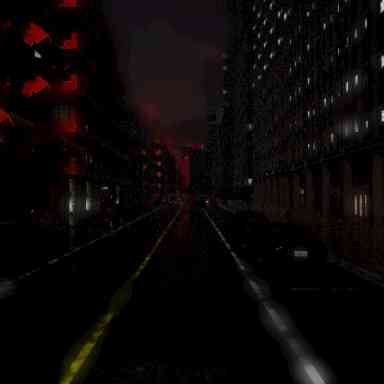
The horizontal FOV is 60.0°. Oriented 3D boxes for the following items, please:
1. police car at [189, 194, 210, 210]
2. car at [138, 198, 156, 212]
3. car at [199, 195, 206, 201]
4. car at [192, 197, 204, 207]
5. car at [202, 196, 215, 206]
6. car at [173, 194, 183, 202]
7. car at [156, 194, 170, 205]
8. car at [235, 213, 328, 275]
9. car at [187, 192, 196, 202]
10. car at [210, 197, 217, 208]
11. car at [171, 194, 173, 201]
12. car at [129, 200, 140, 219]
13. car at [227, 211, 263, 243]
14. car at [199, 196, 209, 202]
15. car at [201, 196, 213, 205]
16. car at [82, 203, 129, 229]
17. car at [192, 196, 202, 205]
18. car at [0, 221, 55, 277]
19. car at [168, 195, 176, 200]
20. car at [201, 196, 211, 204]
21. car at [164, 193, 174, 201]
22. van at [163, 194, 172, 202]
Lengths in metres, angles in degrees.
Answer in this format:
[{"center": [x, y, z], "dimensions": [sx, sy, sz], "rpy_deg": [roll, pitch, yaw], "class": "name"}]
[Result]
[{"center": [0.900, 1.426, 43.750], "dimensions": [1.930, 1.638, 5.238], "rpy_deg": [0, 0, 0], "class": "police car"}, {"center": [-5.675, 1.546, 37.997], "dimensions": [1.887, 1.381, 4.507], "rpy_deg": [1, 0, 0], "class": "car"}, {"center": [2.705, 1.511, 88.169], "dimensions": [1.752, 1.417, 4.829], "rpy_deg": [1, 0, 0], "class": "car"}, {"center": [0.880, 1.525, 53.642], "dimensions": [1.812, 1.442, 4.674], "rpy_deg": [0, 0, 0], "class": "car"}, {"center": [2.706, 1.438, 54.711], "dimensions": [1.967, 1.590, 4.097], "rpy_deg": [1, 0, 0], "class": "car"}, {"center": [-2.999, 1.473, 75.972], "dimensions": [2.128, 1.511, 4.902], "rpy_deg": [0, 0, 0], "class": "car"}, {"center": [-5.674, 1.437, 60.184], "dimensions": [1.967, 1.590, 4.097], "rpy_deg": [1, 0, 0], "class": "car"}, {"center": [2.704, 1.568, 10.326], "dimensions": [1.947, 1.339, 4.313], "rpy_deg": [1, 0, 0], "class": "car"}, {"center": [0.000, 1.120, 79.277], "dimensions": [2.150, 2.045, 5.566], "rpy_deg": [0, 0, 0], "class": "car"}, {"center": [2.705, 1.544, 49.163], "dimensions": [1.887, 1.381, 4.507], "rpy_deg": [1, 0, 0], "class": "car"}, {"center": [-5.673, 1.432, 71.279], "dimensions": [1.967, 1.590, 4.097], "rpy_deg": [1, 0, 0], "class": "car"}, {"center": [-5.676, 1.585, 26.903], "dimensions": [1.802, 1.307, 4.206], "rpy_deg": [1, 0, 0], "class": "car"}, {"center": [2.704, 1.569, 15.874], "dimensions": [1.947, 1.339, 4.313], "rpy_deg": [1, 0, 0], "class": "car"}, {"center": [2.704, 1.541, 76.903], "dimensions": [2.008, 1.369, 4.403], "rpy_deg": [1, 0, 0], "class": "car"}, {"center": [2.705, 1.541, 60.259], "dimensions": [1.887, 1.381, 4.507], "rpy_deg": [1, 0, 0], "class": "car"}, {"center": [-5.676, 1.554, 21.357], "dimensions": [2.008, 1.369, 4.403], "rpy_deg": [1, 0, 0], "class": "car"}, {"center": [0.849, 1.524, 59.640], "dimensions": [1.812, 1.442, 4.674], "rpy_deg": [0, 0, 0], "class": "car"}, {"center": [-5.676, 1.584, 10.263], "dimensions": [1.802, 1.307, 4.206], "rpy_deg": [1, 0, 0], "class": "car"}, {"center": [-5.676, 1.534, 93.465], "dimensions": [2.008, 1.369, 4.403], "rpy_deg": [1, 0, 0], "class": "car"}, {"center": [2.704, 1.539, 65.808], "dimensions": [1.887, 1.381, 4.507], "rpy_deg": [1, 0, 0], "class": "car"}, {"center": [-5.671, 1.303, 82.371], "dimensions": [2.192, 1.841, 5.009], "rpy_deg": [1, 0, 0], "class": "car"}, {"center": [-5.672, 1.331, 76.825], "dimensions": [1.690, 1.788, 3.998], "rpy_deg": [1, 0, 0], "class": "van"}]
